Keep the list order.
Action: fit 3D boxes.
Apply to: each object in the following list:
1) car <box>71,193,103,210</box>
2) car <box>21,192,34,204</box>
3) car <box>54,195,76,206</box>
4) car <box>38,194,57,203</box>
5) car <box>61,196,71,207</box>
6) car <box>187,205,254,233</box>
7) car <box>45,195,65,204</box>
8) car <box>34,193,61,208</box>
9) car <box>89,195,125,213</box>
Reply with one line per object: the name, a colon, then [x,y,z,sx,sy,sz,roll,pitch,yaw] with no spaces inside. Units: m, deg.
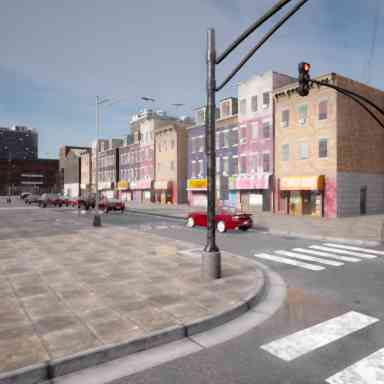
car: [-11.097,0.964,36.414,2.192,1.841,5.009,1,0,-35]
car: [-23.573,1.046,49.502,2.033,1.411,5.357,0,1,-35]
car: [-17.371,1.136,45.299,1.802,1.307,4.206,0,0,-35]
car: [-23.641,1.014,54.184,2.008,1.369,4.403,0,0,-35]
car: [-14.236,1.183,40.858,1.802,1.307,4.206,0,0,-35]
car: [1.442,1.403,18.647,1.887,1.381,4.507,1,0,-35]
car: [-20.506,1.090,49.742,1.802,1.307,4.206,0,0,-35]
car: [-17.714,0.936,41.283,2.097,1.767,4.553,0,1,-35]
car: [-7.964,1.244,31.973,1.887,1.381,4.507,1,0,-35]
